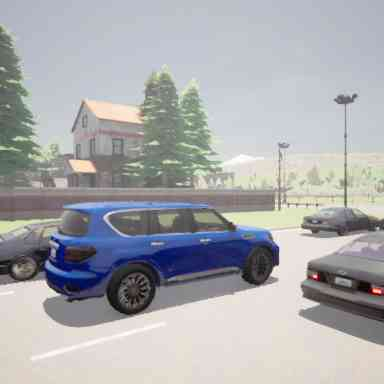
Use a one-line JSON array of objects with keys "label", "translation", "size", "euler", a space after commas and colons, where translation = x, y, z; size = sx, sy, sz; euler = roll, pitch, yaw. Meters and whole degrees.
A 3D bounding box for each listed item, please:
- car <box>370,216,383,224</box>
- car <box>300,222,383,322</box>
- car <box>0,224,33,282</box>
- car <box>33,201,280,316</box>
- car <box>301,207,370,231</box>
[{"label": "car", "translation": [10.671, 1.501, 15.665], "size": [4.892, 1.490, 1.837], "euler": [0, 0, -35]}, {"label": "car", "translation": [4.552, 1.546, 7.001], "size": [5.357, 1.411, 2.033], "euler": [0, 0, -36]}, {"label": "car", "translation": [-3.608, 1.546, 9.777], "size": [5.357, 1.411, 2.033], "euler": [0, 0, -35]}, {"label": "car", "translation": [-0.406, 1.222, 7.768], "size": [5.566, 2.045, 2.150], "euler": [0, 0, -35]}, {"label": "car", "translation": [8.233, 1.544, 18.224], "size": [5.357, 1.411, 2.033], "euler": [0, 0, -36]}]
